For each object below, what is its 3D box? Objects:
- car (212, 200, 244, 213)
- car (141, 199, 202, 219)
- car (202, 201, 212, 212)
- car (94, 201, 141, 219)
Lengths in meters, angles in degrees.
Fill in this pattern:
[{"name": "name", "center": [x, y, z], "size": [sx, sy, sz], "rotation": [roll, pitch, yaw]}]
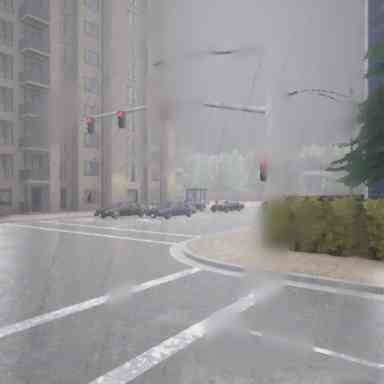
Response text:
[{"name": "car", "center": [3.970, 1.601, 37.183], "size": [1.895, 1.301, 4.718], "rotation": [0, 0, 36]}, {"name": "car", "center": [-1.677, 1.547, 29.435], "size": [2.033, 1.411, 5.357], "rotation": [0, 0, 36]}, {"name": "car", "center": [-0.329, 1.492, 37.228], "size": [2.128, 1.511, 4.902], "rotation": [0, 0, 36]}, {"name": "car", "center": [-6.012, 1.547, 29.424], "size": [2.033, 1.411, 5.357], "rotation": [0, 0, 36]}]
